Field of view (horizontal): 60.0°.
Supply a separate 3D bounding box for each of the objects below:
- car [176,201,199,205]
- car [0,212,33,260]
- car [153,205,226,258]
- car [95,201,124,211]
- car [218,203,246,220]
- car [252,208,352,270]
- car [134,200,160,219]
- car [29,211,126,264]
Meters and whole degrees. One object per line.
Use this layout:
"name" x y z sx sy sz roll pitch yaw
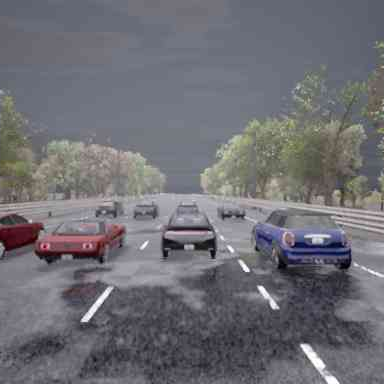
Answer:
"car" -0.369 1.482 29.051 2.128 1.511 4.902 0 0 -1
"car" -7.109 1.448 12.069 1.882 1.535 5.008 0 0 -1
"car" -0.121 1.480 12.660 2.128 1.511 4.902 0 0 -1
"car" -7.385 1.498 30.019 1.812 1.442 4.674 0 0 -1
"car" 3.151 1.600 27.668 1.895 1.301 4.718 0 0 -1
"car" 3.403 1.351 11.208 2.097 1.767 4.553 0 0 -1
"car" -3.868 1.472 28.963 2.128 1.511 4.902 0 0 -1
"car" -3.605 1.581 11.746 1.895 1.301 4.718 0 0 -1
